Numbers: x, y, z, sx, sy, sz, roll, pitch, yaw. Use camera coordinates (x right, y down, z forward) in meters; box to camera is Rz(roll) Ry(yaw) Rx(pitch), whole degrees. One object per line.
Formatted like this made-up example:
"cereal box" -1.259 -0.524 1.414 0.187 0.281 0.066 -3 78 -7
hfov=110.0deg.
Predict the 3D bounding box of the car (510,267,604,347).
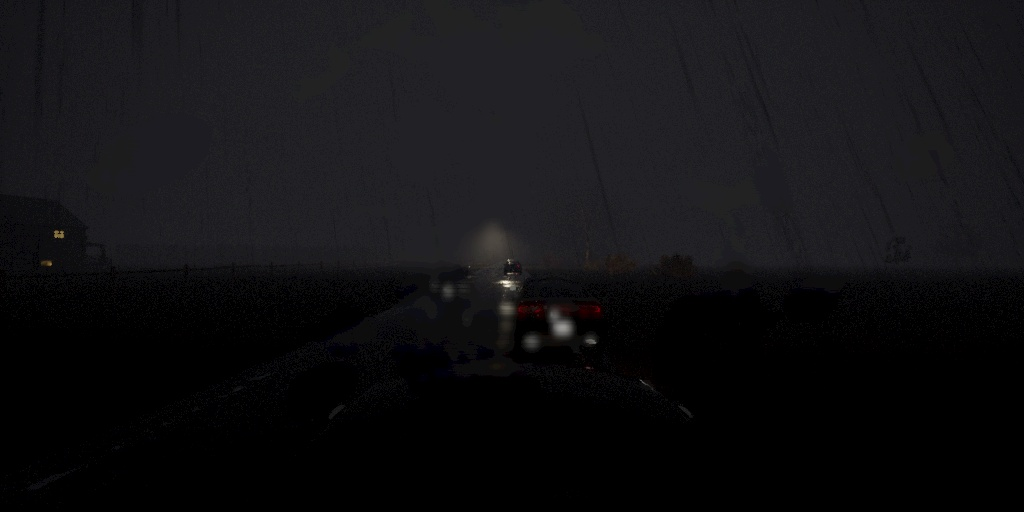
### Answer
"car" 0.969 1.226 9.317 1.882 1.535 5.008 0 0 0

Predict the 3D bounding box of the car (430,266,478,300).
"car" -2.742 1.251 17.818 1.837 1.490 4.892 0 0 0

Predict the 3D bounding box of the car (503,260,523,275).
"car" 0.101 1.234 38.678 2.128 1.511 4.902 0 0 0
